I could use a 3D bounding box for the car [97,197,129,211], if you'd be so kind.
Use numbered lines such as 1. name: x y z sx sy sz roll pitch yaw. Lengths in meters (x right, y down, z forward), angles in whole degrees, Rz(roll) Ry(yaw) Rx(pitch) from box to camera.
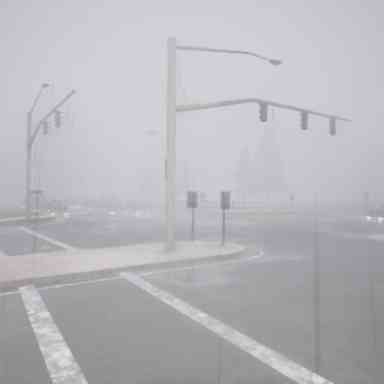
1. car: -10.493 1.712 43.880 1.837 1.490 4.892 1 -1 -35

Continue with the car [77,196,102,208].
1. car: -15.743 1.712 51.365 1.837 1.490 4.892 1 -1 -35

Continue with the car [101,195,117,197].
1. car: -13.258 1.473 53.930 2.150 2.045 5.566 1 -1 -35

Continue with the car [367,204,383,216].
1. car: 21.863 2.038 37.355 5.357 1.411 2.033 1 0 -35

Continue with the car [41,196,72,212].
1. car: -16.288 1.624 39.950 1.837 1.490 4.892 1 0 -35

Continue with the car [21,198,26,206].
1. car: -27.666 1.684 56.231 1.994 1.385 4.181 1 0 -34

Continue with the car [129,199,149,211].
1. car: -7.713 1.756 46.011 1.837 1.490 4.892 1 -1 -35

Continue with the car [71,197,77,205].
1. car: -21.605 1.699 59.782 2.128 1.511 4.902 1 -1 -35

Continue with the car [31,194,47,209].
1. car: -21.957 1.341 48.021 2.150 2.045 5.566 1 -1 -35

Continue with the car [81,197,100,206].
1. car: -19.058 1.729 62.273 1.882 1.535 5.008 1 0 -34
